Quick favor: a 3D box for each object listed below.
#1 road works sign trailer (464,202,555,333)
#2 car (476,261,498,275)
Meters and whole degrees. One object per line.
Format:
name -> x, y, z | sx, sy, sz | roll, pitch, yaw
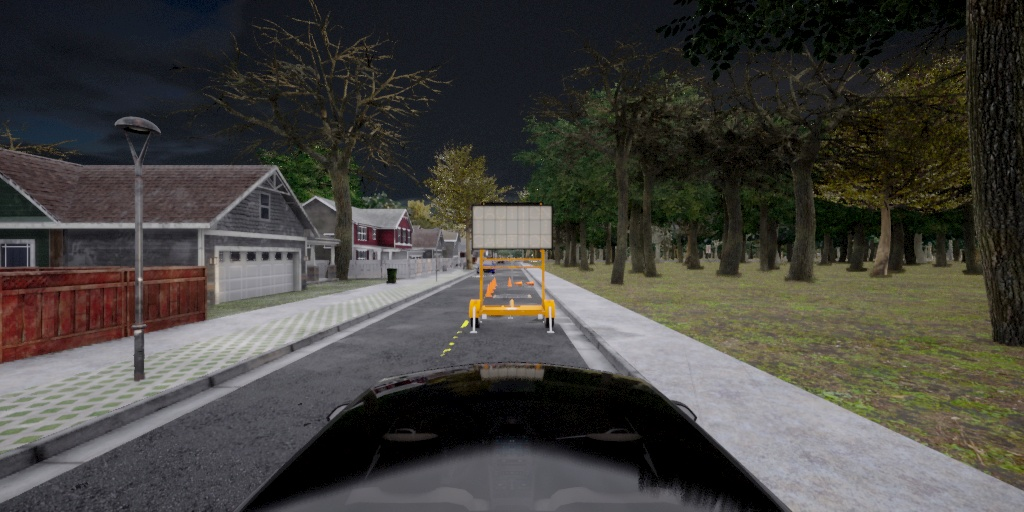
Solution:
road works sign trailer -> 0.009, 0.214, 10.705 | 2.380, 3.560, 2.880 | 0, 0, 0
car -> -2.818, 1.238, 39.227 | 1.882, 1.535, 5.008 | 0, 0, 0
